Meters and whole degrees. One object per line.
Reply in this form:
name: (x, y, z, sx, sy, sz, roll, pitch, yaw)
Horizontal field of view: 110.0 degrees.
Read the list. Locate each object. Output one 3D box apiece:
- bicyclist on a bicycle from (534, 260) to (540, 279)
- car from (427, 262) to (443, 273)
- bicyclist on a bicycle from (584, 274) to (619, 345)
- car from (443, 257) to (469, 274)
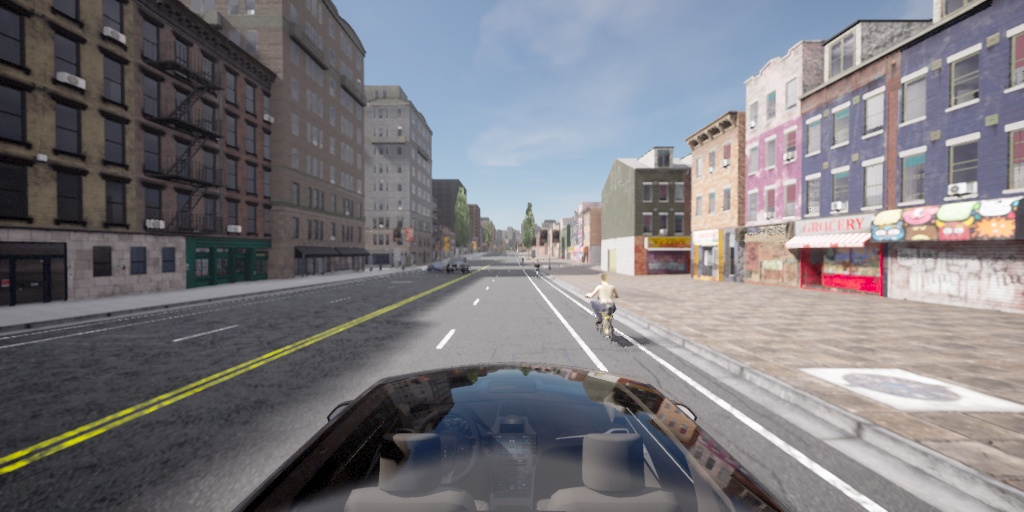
bicyclist on a bicycle: (2.284, 1.251, 32.980, 0.659, 1.776, 1.843, 0, 0, 0)
car: (-9.737, 1.429, 47.068, 2.033, 1.411, 5.357, 0, 0, 1)
bicyclist on a bicycle: (2.234, 1.232, 8.707, 0.866, 1.612, 1.509, 0, 0, 0)
car: (-6.521, 1.107, 43.588, 2.150, 2.045, 5.566, 0, 0, 1)
